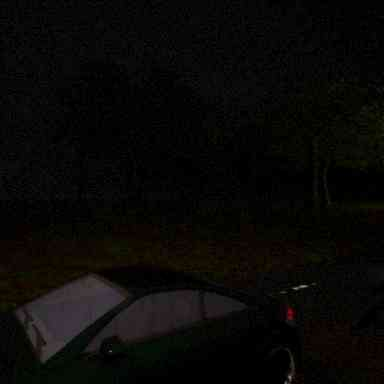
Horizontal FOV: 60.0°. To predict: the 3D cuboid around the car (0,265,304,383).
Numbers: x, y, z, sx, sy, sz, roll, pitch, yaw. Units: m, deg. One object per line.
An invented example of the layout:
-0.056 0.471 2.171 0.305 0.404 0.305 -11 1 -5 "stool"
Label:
-0.767 1.564 3.445 4.181 1.385 1.994 0 0 -36 "car"
